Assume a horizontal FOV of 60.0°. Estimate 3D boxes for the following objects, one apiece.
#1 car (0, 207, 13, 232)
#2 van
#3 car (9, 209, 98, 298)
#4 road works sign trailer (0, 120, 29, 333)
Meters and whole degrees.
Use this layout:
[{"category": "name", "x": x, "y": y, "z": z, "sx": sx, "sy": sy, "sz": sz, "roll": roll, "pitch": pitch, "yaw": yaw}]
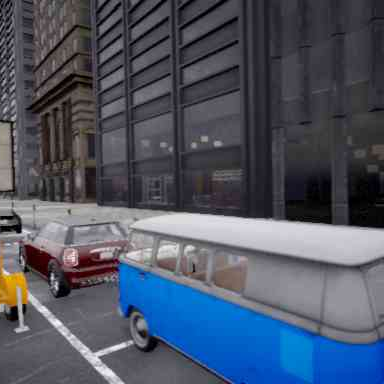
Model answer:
[{"category": "car", "x": -10.043, "y": 1.424, "z": 17.121, "sx": 1.947, "sy": 1.339, "sz": 4.313, "roll": -2, "pitch": 2, "yaw": -39}, {"category": "van", "x": 0.532, "y": 1.230, "z": 4.032, "sx": 1.690, "sy": 1.788, "sz": 3.998, "roll": -2, "pitch": 2, "yaw": -39}, {"category": "car", "x": -2.993, "y": 1.318, "z": 8.395, "sx": 1.967, "sy": 1.590, "sz": 4.097, "roll": -2, "pitch": 2, "yaw": -39}, {"category": "road works sign trailer", "x": -4.362, "y": 0.433, "z": 5.646, "sx": 2.380, "sy": 3.560, "sz": 2.880, "roll": -2, "pitch": 2, "yaw": -39}]
